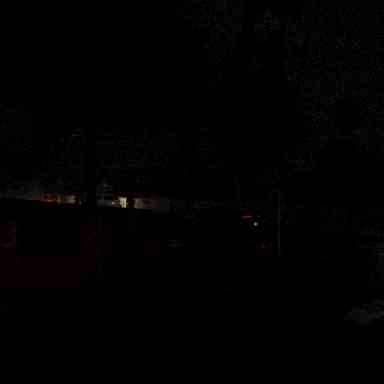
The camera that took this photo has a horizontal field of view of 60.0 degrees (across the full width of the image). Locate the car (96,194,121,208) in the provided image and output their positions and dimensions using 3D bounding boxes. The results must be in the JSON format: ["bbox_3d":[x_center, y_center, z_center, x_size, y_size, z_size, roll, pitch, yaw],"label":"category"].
[{"bbox_3d":[-9.999,1.267,37.532,2.150,2.045,5.566,0,0,-37],"label":"car"}]

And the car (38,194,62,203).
[{"bbox_3d":[-19.763,1.258,46.154,2.150,2.045,5.566,0,0,-36],"label":"car"}]

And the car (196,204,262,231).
[{"bbox_3d":[2.177,1.536,20.809,1.837,1.490,4.892,0,1,-36],"label":"car"}]
